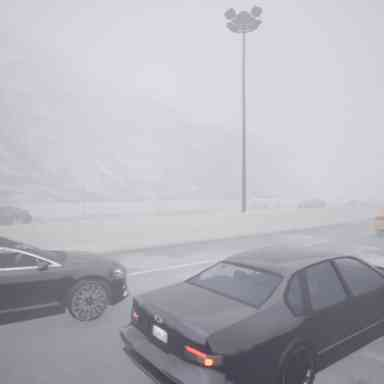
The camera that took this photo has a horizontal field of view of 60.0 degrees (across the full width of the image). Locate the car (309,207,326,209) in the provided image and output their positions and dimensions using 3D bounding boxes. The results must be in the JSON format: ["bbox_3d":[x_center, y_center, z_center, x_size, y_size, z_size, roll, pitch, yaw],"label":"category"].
[{"bbox_3d":[14.530,1.517,40.007,1.882,1.535,5.008,0,0,44],"label":"car"}]

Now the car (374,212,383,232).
[{"bbox_3d":[11.323,1.491,17.377,5.008,1.535,1.882,0,0,-41],"label":"car"}]

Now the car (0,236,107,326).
[{"bbox_3d":[-3.493,1.502,5.615,4.902,1.511,2.128,0,0,-36],"label":"car"}]

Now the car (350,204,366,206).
[{"bbox_3d":[19.643,1.636,40.313,1.895,1.301,4.718,0,0,43],"label":"car"}]

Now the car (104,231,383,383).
[{"bbox_3d":[1.665,1.553,5.047,5.357,1.411,2.033,0,0,-37],"label":"car"}]
